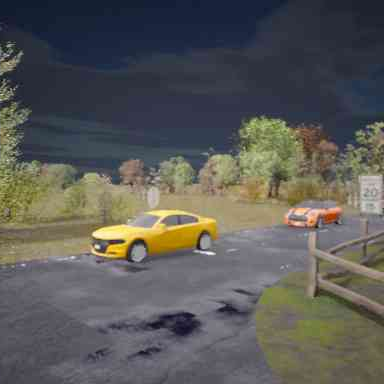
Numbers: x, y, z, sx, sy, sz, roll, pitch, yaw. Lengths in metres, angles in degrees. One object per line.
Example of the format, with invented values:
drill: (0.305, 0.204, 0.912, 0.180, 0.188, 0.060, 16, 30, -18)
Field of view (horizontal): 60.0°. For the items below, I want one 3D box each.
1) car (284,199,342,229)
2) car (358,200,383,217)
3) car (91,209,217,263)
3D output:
car: (7.742, 1.266, 21.102, 2.097, 1.767, 4.553, 2, 1, 45)
car: (16.844, 1.414, 30.355, 1.812, 1.442, 4.674, 2, 1, 45)
car: (-1.175, 1.419, 12.034, 1.882, 1.535, 5.008, 1, 1, 44)
